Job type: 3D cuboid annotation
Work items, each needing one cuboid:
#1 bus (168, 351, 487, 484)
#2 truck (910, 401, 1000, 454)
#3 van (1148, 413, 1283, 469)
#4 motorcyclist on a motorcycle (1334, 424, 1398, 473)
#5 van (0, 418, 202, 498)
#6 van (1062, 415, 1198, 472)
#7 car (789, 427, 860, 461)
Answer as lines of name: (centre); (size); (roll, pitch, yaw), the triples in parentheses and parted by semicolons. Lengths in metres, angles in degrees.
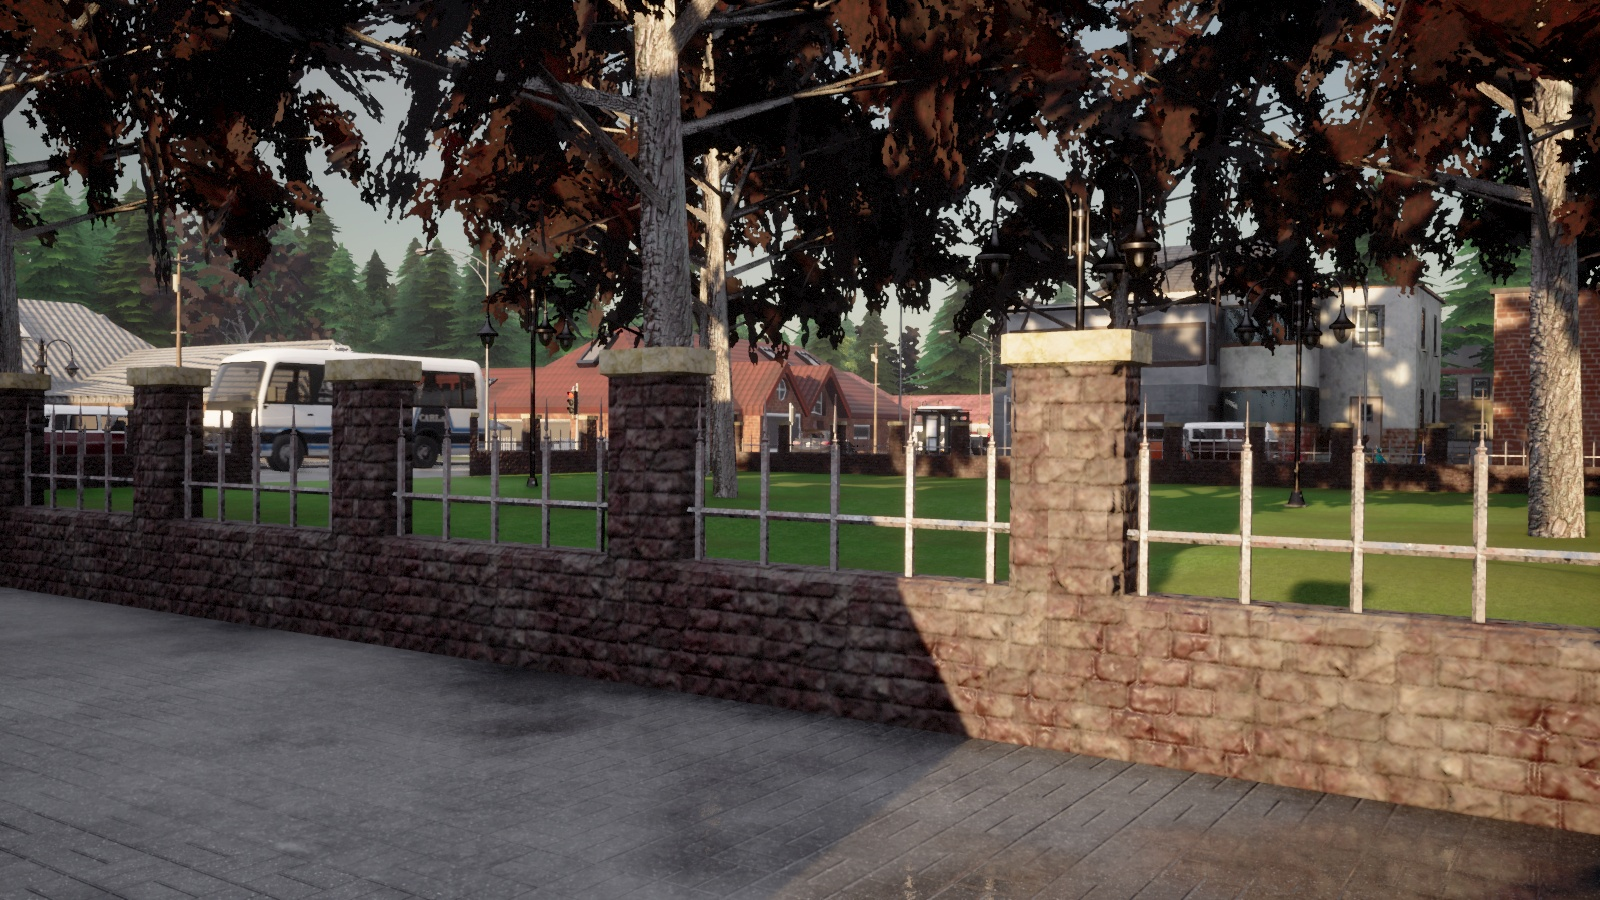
bus: (-16.665, -1.113, 45.332); (3.944, 4.253, 10.273); (0, 1, 35)
truck: (10.791, -1.529, 86.497); (2.891, 3.462, 7.936); (0, 1, 34)
van: (15.875, -0.345, 48.049); (4.480, 2.038, 2.069); (0, 1, 34)
motorcyclist on a motorcycle: (18.643, -0.048, 41.342); (1.817, 1.590, 0.866); (0, 1, 32)
van: (-19.074, 0.159, 34.308); (2.069, 2.038, 4.480); (0, 1, 33)
van: (12.015, -0.249, 45.764); (4.442, 1.987, 1.775); (0, 1, 32)
car: (1.315, -0.324, 65.027); (2.242, 1.667, 4.611); (0, 1, 21)
